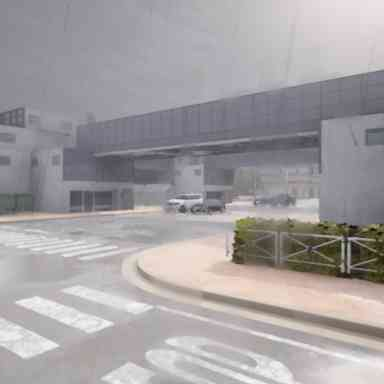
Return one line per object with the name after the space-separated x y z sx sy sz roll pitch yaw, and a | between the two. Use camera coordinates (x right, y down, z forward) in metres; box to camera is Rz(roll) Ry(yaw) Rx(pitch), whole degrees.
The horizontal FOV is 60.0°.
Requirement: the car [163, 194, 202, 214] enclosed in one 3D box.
-0.775 1.215 36.558 2.150 2.045 5.566 0 0 36 | car

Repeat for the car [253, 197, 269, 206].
11.551 1.488 53.623 2.128 1.511 4.902 0 0 36 | car

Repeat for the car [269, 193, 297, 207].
14.469 1.202 51.682 2.150 2.045 5.566 0 0 36 | car

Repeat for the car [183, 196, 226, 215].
1.686 1.486 33.981 2.128 1.511 4.902 0 0 36 | car
